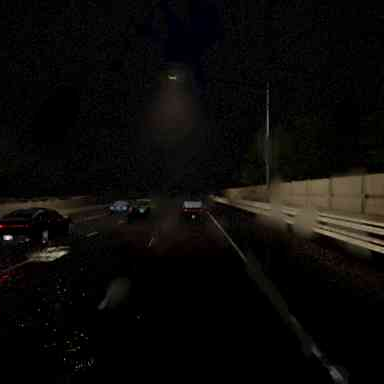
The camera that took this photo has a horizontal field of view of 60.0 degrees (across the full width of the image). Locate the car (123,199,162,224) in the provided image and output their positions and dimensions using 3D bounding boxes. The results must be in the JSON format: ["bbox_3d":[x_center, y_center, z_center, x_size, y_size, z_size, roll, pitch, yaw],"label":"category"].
[{"bbox_3d":[-3.398,1.321,24.658,2.097,1.767,4.553,0,0,0],"label":"car"}]

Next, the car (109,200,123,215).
[{"bbox_3d":[-6.897,1.548,33.610,2.033,1.411,5.357,0,0,0],"label":"car"}]

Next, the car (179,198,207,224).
[{"bbox_3d":[0.103,1.462,24.704,2.128,1.511,4.902,0,0,0],"label":"car"}]

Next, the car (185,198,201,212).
[{"bbox_3d":[0.102,1.536,41.423,1.837,1.490,4.892,0,0,0],"label":"car"}]

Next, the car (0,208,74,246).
[{"bbox_3d":[-6.898,1.465,14.938,1.837,1.490,4.892,0,0,0],"label":"car"}]
